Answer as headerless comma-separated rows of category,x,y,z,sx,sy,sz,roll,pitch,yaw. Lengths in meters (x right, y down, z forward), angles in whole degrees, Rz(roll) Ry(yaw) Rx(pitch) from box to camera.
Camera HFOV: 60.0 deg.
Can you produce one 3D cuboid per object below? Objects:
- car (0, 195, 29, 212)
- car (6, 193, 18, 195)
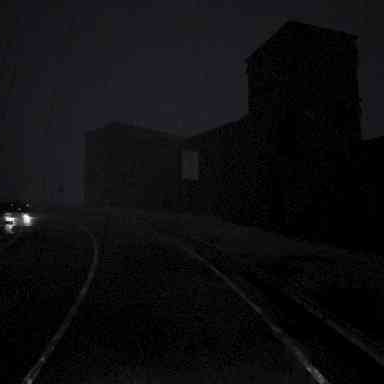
car,-18.405,1.342,34.455,1.895,1.301,4.718,4,-1,-41
car,-38.718,0.878,71.467,2.033,1.411,5.357,0,0,-12
